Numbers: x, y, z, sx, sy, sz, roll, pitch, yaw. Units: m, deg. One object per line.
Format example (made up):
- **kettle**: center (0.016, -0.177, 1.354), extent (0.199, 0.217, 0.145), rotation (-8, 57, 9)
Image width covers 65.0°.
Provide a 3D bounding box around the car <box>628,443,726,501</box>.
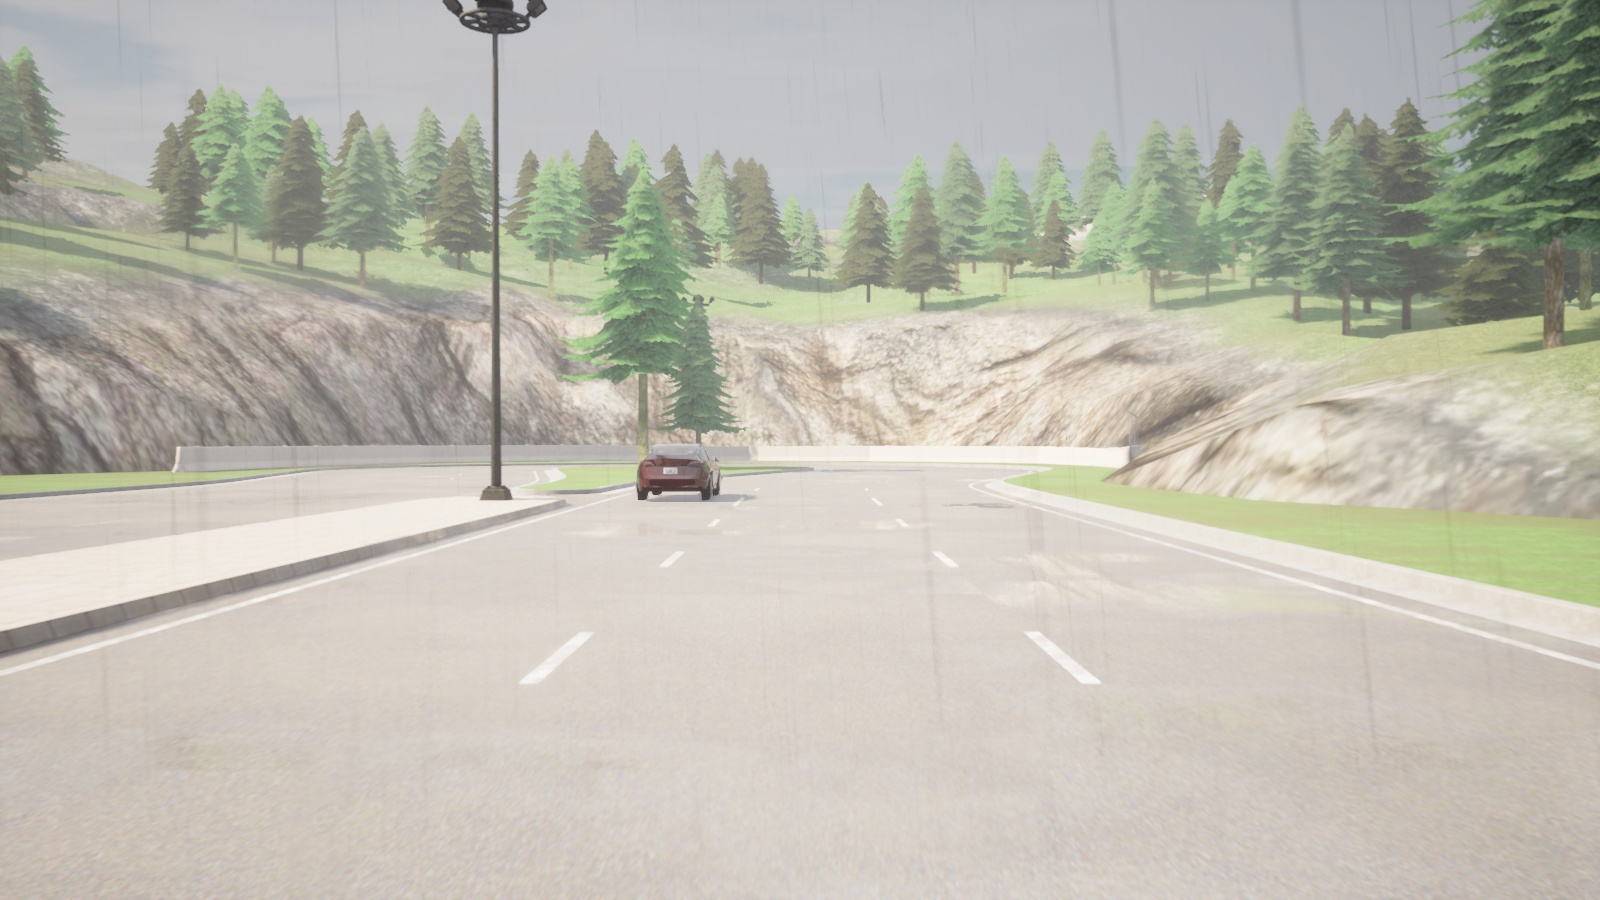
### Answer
- **car**: center (-3.269, 0.550, 34.330), extent (2.163, 1.488, 4.792), rotation (0, 0, 1)
